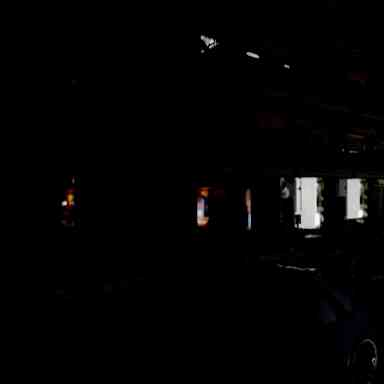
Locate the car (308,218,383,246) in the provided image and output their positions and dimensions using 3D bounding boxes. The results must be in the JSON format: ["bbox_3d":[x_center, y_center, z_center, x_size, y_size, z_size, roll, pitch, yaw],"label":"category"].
[{"bbox_3d":[4.733,1.483,9.923,4.403,1.369,2.008,-1,0,-35],"label":"car"}]

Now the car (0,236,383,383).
[{"bbox_3d":[0.287,1.532,3.579,5.357,1.411,2.033,-1,0,-35],"label":"car"}]
